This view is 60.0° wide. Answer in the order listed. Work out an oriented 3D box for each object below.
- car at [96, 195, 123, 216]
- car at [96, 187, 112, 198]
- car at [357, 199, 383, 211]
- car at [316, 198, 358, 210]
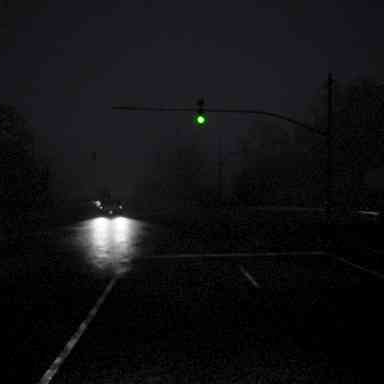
[{"bbox_3d":[-6.680,1.213,27.541,1.895,1.301,4.718,0,1,-13],"label":"car"},{"bbox_3d":[-13.792,0.293,52.011,2.150,2.045,5.566,0,2,-18],"label":"car"},{"bbox_3d":[20.548,1.417,34.701,5.357,1.411,2.033,2,1,-15],"label":"car"},{"bbox_3d":[16.368,1.290,37.180,4.718,1.301,1.895,2,1,-15],"label":"car"}]
